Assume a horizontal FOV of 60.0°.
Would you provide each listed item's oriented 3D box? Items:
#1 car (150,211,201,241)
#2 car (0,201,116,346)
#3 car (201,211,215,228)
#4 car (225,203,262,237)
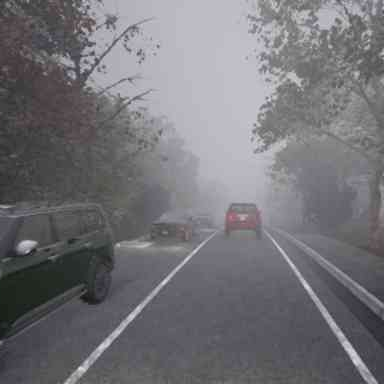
[{"bbox_3d":[-0.907,1.802,18.608,1.882,1.535,5.008,1,-2,9],"label":"car"},{"bbox_3d":[-3.132,1.193,5.402,2.150,2.045,5.566,1,0,10],"label":"car"},{"bbox_3d":[1.005,2.497,30.343,1.837,1.490,4.892,1,-4,10],"label":"car"},{"bbox_3d":[3.331,1.762,21.716,2.150,2.045,5.566,1,-3,9],"label":"car"}]
